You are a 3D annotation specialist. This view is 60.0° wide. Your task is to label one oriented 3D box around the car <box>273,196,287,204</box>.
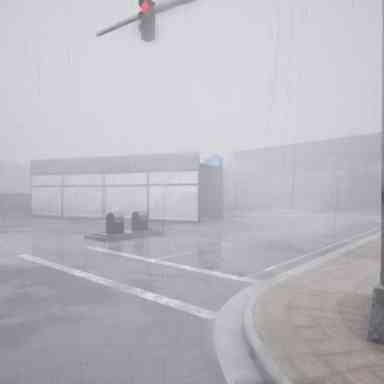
[{"bbox_3d":[15.157,1.474,59.530,2.242,1.667,4.611,0,0,40],"label":"car"}]
